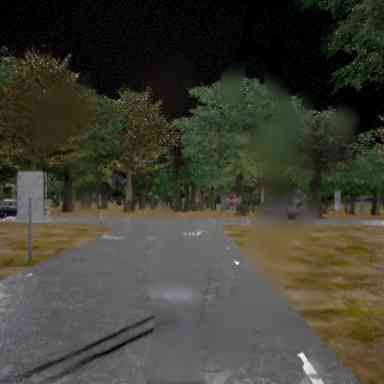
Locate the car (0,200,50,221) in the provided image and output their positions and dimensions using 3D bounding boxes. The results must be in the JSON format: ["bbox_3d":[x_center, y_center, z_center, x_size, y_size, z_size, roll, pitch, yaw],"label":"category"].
[{"bbox_3d":[-14.265,1.431,27.255,4.892,1.490,1.837,1,0,-6],"label":"car"}]

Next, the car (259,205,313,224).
[{"bbox_3d":[8.614,1.980,30.543,4.892,1.490,1.837,1,0,-10],"label":"car"}]
